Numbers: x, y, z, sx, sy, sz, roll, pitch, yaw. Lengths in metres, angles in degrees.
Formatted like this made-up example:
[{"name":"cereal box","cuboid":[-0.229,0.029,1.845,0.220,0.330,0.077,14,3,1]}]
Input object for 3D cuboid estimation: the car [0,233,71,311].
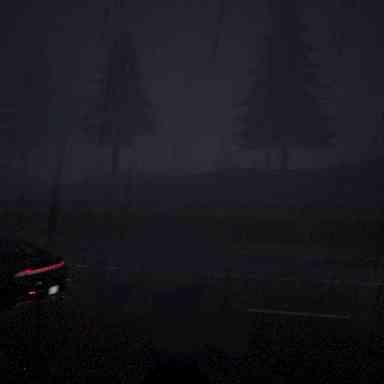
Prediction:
[{"name":"car","cuboid":[-5.079,1.707,7.181,4.902,1.511,2.128,0,-2,14]}]
